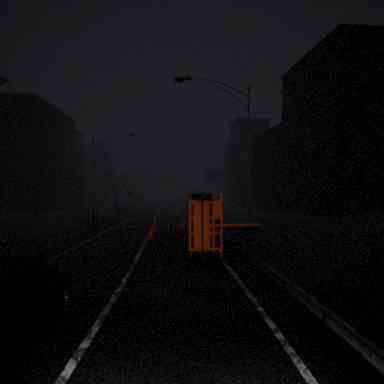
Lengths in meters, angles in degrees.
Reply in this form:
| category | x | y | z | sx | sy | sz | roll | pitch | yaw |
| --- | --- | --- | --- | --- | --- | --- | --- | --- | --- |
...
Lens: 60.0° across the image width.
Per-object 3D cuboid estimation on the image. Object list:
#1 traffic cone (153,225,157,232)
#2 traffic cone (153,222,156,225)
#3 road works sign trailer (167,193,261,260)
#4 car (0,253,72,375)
| category | x | y | z | sx | sy | sz | roll | pitch | yaw |
| --- | --- | --- | --- | --- | --- | --- | --- | --- | --- |
| traffic cone | -2.229 | 2.250 | 18.258 | 0.340 | 0.580 | 0.340 | -1 | -2 | -5 |
| traffic cone | -2.393 | 2.307 | 20.251 | 0.340 | 0.580 | 0.340 | 0 | -2 | -5 |
| road works sign trailer | 0.829 | 1.213 | 13.144 | 2.880 | 2.380 | 3.560 | 0 | -1 | -13 |
| car | -3.201 | 1.596 | 4.569 | 1.994 | 1.385 | 4.181 | 0 | -1 | -2 |
